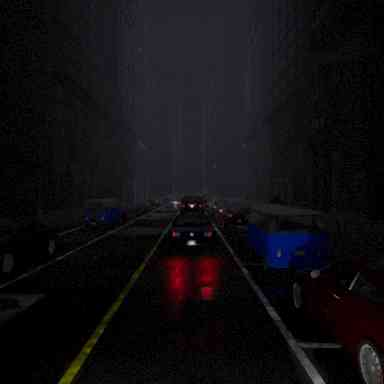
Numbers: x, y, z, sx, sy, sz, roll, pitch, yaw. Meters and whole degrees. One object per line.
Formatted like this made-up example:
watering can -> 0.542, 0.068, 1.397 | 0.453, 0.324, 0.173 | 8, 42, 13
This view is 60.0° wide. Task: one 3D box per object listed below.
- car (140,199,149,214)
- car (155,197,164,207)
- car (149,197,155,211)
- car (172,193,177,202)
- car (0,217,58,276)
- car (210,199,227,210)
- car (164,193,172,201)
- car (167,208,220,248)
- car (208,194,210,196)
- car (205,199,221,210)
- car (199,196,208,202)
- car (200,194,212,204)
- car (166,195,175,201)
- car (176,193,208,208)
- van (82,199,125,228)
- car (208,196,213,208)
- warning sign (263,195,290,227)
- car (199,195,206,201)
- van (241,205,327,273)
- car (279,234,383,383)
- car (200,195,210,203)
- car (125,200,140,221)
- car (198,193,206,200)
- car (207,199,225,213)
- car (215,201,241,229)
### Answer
car -> -5.765, 1.543, 32.796 | 1.887, 1.381, 4.507 | 0, 0, 0
car -> -5.766, 1.438, 49.603 | 1.967, 1.590, 4.097 | 0, 0, 0
car -> -5.766, 1.523, 38.229 | 1.752, 1.417, 4.829 | 0, 0, 0
car -> -3.000, 1.443, 76.709 | 1.837, 1.490, 4.892 | 0, 0, 0
car -> -5.765, 1.544, 10.387 | 1.887, 1.381, 4.507 | 0, 0, 0
car -> 2.760, 1.543, 27.203 | 1.887, 1.381, 4.507 | 0, 0, 0
car -> -5.765, 1.545, 77.613 | 1.887, 1.381, 4.507 | 0, 0, 0
car -> 0.000, 1.616, 14.681 | 1.895, 1.301, 4.718 | 0, 0, 0
car -> 2.760, 1.543, 55.212 | 1.887, 1.381, 4.507 | 0, 0, 0
car -> 2.760, 1.580, 44.009 | 1.802, 1.307, 4.206 | 0, 0, 0
car -> 2.760, 1.566, 77.619 | 1.947, 1.339, 4.313 | 0, 0, 0
car -> 2.759, 1.314, 66.416 | 2.192, 1.841, 5.009 | 0, 0, 0
car -> -5.765, 1.552, 88.818 | 2.008, 1.369, 4.403 | 0, 0, 0
car -> 0.000, 1.257, 29.680 | 2.150, 2.045, 5.566 | 0, 0, 0
van -> -5.766, 1.340, 21.592 | 1.690, 1.788, 3.998 | 0, 0, 0
car -> 2.759, 1.438, 32.805 | 1.967, 1.590, 4.097 | 0, 0, 0
warning sign -> 5.071, 1.114, 20.015 | 1.300, 1.860, 1.060 | 0, 0, 0
car -> 2.760, 1.527, 88.992 | 1.752, 1.417, 4.829 | 0, 0, 0
van -> 2.759, 1.340, 10.397 | 1.690, 1.788, 3.998 | 0, 0, 0
car -> 2.760, 1.581, 4.796 | 1.802, 1.307, 4.206 | 0, 0, 0
car -> 2.759, 1.439, 72.017 | 1.967, 1.590, 4.097 | 0, 0, 0
car -> -5.765, 1.543, 27.194 | 1.887, 1.381, 4.507 | 0, 0, 0
car -> 2.759, 1.318, 94.425 | 2.192, 1.841, 5.009 | 0, 0, 0
car -> 2.760, 1.523, 38.576 | 1.752, 1.417, 4.829 | 0, 0, 0
car -> 2.760, 1.543, 21.601 | 1.887, 1.381, 4.507 | 0, 0, 0
